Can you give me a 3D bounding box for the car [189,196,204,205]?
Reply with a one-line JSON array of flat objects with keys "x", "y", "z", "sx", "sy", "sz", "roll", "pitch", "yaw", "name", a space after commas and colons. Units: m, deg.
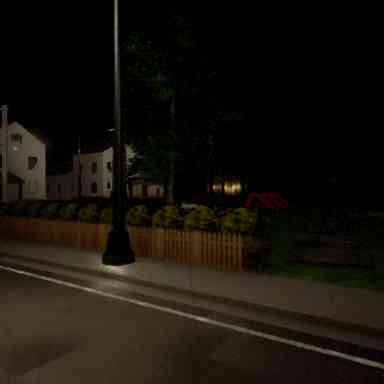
[{"x": 1.313, "y": 1.502, "z": 61.363, "sx": 2.128, "sy": 1.511, "sz": 4.902, "roll": 0, "pitch": 0, "yaw": 35, "name": "car"}]
